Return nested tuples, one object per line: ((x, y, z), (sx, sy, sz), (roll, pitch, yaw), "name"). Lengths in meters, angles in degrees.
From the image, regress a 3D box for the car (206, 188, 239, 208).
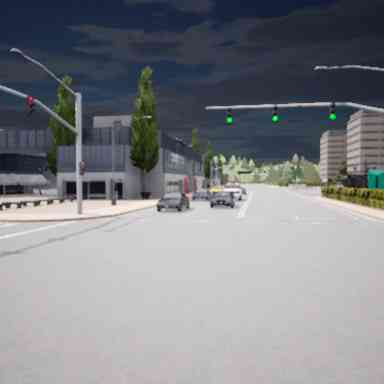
((2.786, 0.646, 29.381), (1.994, 1.385, 4.181), (0, 2, 11), "car")

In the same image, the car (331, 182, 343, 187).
((32.990, -1.163, 72.057), (3.866, 1.878, 1.905), (0, 2, 10), "car")

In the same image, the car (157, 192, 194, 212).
((-1.384, 0.712, 26.357), (1.812, 1.442, 4.674), (0, 2, 11), "car")

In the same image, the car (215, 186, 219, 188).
((4.116, -0.204, 54.021), (1.882, 1.535, 5.008), (0, 2, 12), "car")

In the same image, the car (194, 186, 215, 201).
((1.261, 0.293, 39.711), (1.812, 1.442, 4.674), (0, 2, 11), "car")

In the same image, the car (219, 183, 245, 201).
((4.870, -0.027, 39.933), (2.150, 2.045, 5.566), (0, 2, 11), "car")
